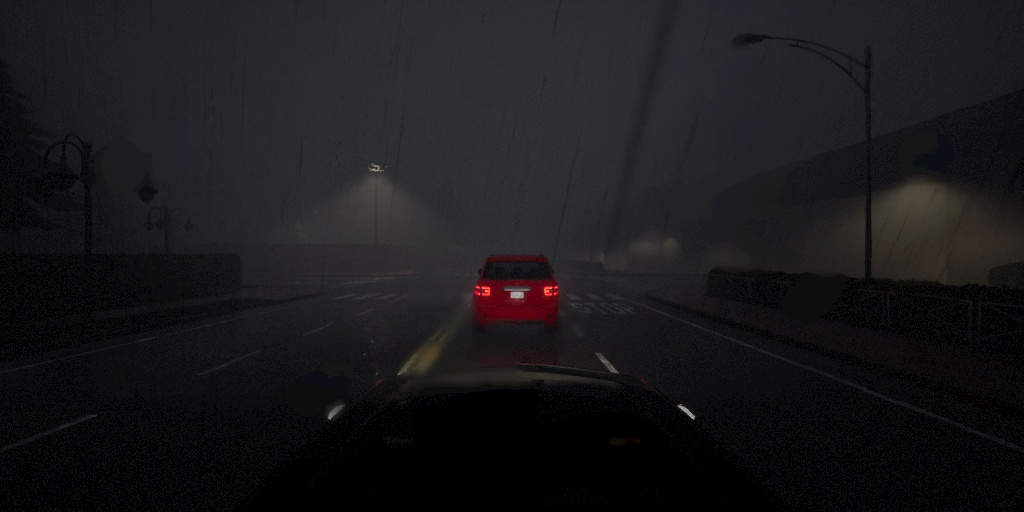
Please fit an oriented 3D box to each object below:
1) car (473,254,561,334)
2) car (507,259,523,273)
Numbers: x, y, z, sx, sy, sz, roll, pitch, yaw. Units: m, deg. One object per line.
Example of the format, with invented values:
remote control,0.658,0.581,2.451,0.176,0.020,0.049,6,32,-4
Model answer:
car,0.122,0.971,10.760,2.150,2.045,5.566,0,0,0
car,0.361,1.228,45.613,1.882,1.535,5.008,0,0,1
